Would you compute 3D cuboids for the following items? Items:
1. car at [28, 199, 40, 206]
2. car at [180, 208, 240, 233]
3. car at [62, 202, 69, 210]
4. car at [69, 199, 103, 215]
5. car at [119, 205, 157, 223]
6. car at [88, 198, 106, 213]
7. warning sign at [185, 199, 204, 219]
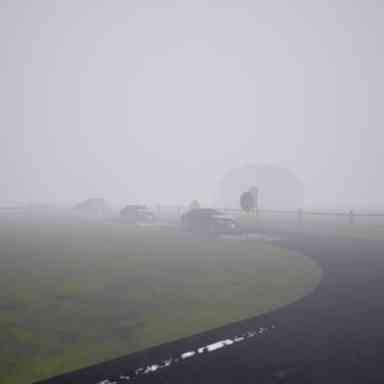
[{"bbox_3d":[-39.915,2.604,83.822,2.097,1.767,4.553,2,-2,-36],"label":"car"},{"bbox_3d":[1.023,1.751,21.326,1.812,1.442,4.674,2,-2,-36],"label":"car"},{"bbox_3d":[-20.164,2.302,55.164,1.812,1.442,4.674,2,-2,-36],"label":"car"},{"bbox_3d":[-13.056,1.982,40.646,1.882,1.535,5.008,2,-1,-36],"label":"car"},{"bbox_3d":[-4.903,1.868,29.463,1.812,1.442,4.674,2,-2,-37],"label":"car"},{"bbox_3d":[-13.846,1.868,46.598,2.150,2.045,5.566,2,-2,-35],"label":"car"},{"bbox_3d":[0.237,1.588,31.441,1.300,1.860,1.060,3,-2,-36],"label":"warning sign"}]
